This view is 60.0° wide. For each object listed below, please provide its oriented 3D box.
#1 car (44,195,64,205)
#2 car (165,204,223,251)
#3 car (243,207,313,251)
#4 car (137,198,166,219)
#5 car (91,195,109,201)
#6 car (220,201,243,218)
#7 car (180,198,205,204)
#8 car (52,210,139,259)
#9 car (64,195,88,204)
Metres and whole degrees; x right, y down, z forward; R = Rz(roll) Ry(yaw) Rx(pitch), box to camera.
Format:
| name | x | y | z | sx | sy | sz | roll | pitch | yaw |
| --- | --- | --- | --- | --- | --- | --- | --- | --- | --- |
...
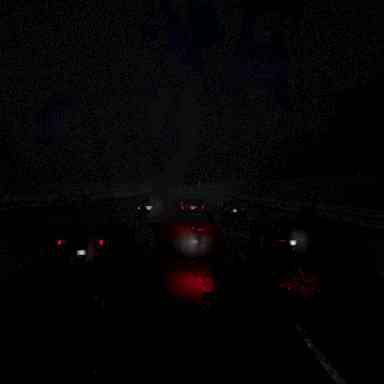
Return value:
| name | x | y | z | sx | sy | sz | roll | pitch | yaw |
| --- | --- | --- | --- | --- | --- | --- | --- | --- | --- |
| car | -21.076 | 1.179 | 51.272 | 1.812 | 1.442 | 4.674 | 0 | 1 | 0 |
| car | 0.069 | 1.499 | 14.011 | 1.837 | 1.490 | 4.892 | 0 | 0 | 0 |
| car | 3.569 | 1.499 | 14.089 | 1.837 | 1.490 | 4.892 | 0 | 1 | 0 |
| car | -3.434 | 1.319 | 28.730 | 2.097 | 1.767 | 4.553 | 0 | 0 | 0 |
| car | -14.081 | 1.179 | 51.279 | 1.812 | 1.442 | 4.674 | 0 | 1 | 0 |
| car | 3.572 | 1.526 | 29.625 | 1.994 | 1.385 | 4.181 | 0 | 0 | 0 |
| car | 0.065 | 1.318 | 28.772 | 2.097 | 1.767 | 4.553 | 0 | 0 | 0 |
| car | -3.439 | 1.594 | 12.602 | 1.895 | 1.301 | 4.718 | 0 | 0 | 0 |
| car | -17.579 | 1.216 | 51.328 | 1.994 | 1.385 | 4.181 | 0 | 1 | 0 |
